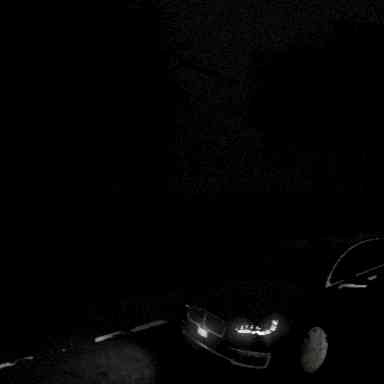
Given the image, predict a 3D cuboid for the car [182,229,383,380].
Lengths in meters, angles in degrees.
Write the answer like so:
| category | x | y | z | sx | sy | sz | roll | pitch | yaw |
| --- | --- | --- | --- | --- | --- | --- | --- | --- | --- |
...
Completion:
| category | x | y | z | sx | sy | sz | roll | pitch | yaw |
| --- | --- | --- | --- | --- | --- | --- | --- | --- | --- |
| car | 2.108 | 1.437 | 5.482 | 4.892 | 1.490 | 1.837 | -1 | 1 | -35 |
